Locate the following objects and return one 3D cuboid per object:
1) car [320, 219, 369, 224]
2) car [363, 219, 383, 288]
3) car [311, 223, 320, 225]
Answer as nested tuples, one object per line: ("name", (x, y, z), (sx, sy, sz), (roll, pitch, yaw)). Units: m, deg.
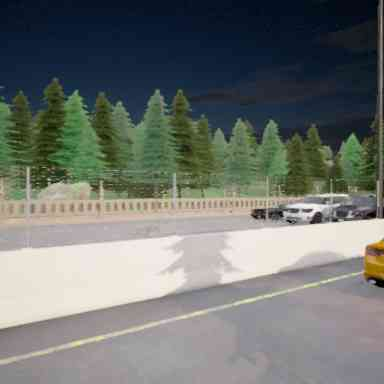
("car", (10.296, 1.185, 19.467), (5.566, 2.045, 2.150), (0, 0, -34))
("car", (6.115, 1.471, 7.928), (5.008, 1.535, 1.882), (0, 0, -34))
("car", (8.733, 1.162, 22.631), (5.566, 2.045, 2.150), (0, 0, -34))
